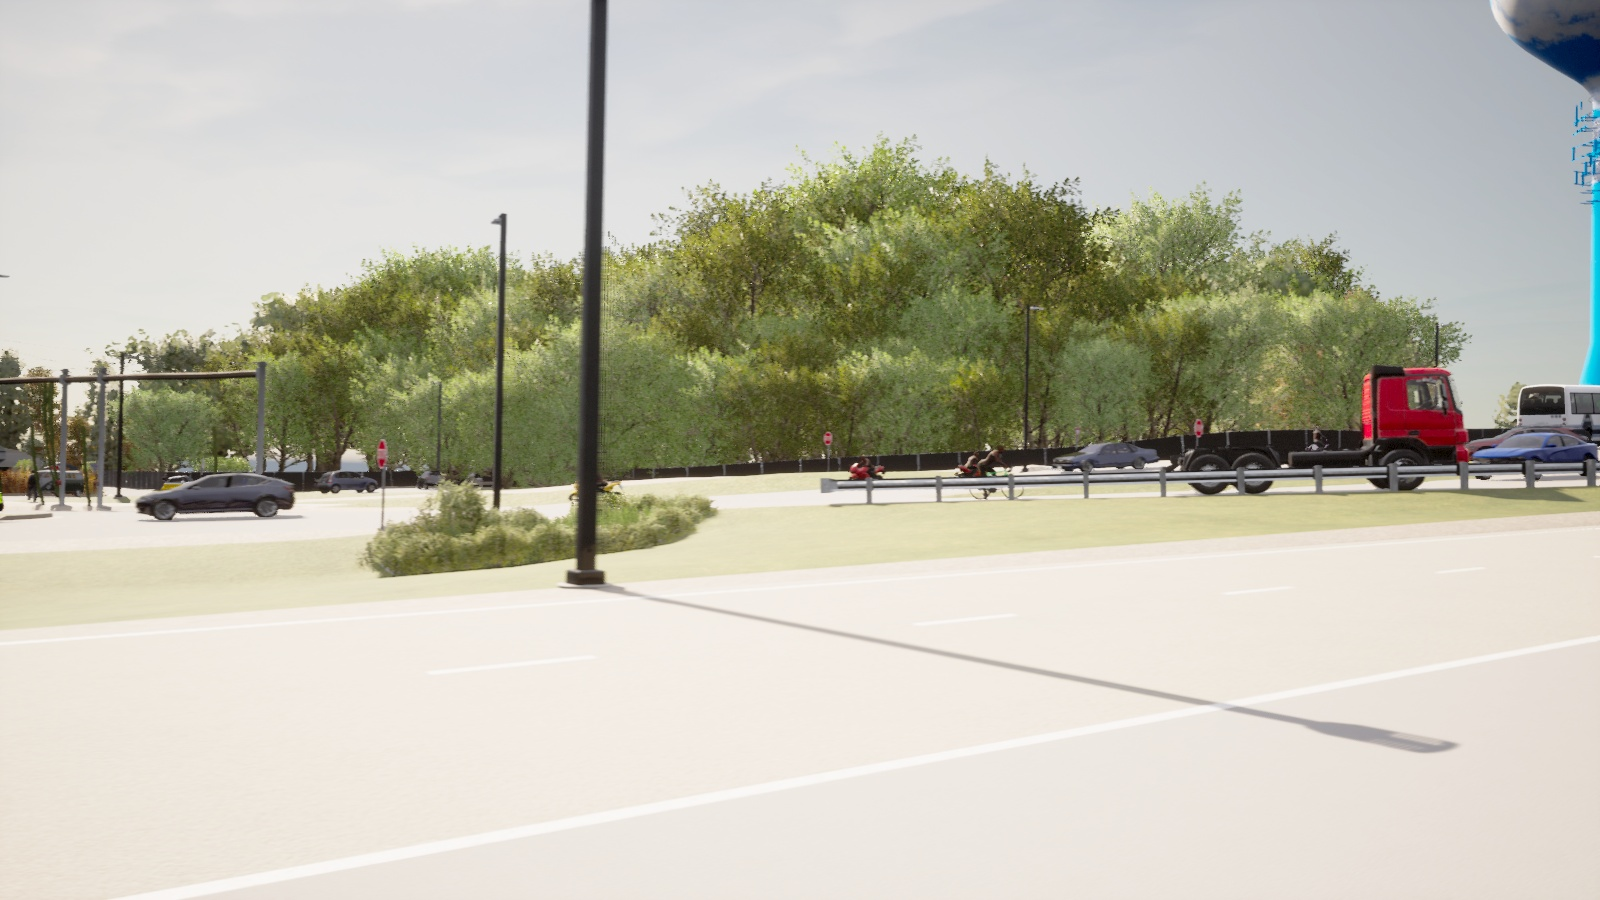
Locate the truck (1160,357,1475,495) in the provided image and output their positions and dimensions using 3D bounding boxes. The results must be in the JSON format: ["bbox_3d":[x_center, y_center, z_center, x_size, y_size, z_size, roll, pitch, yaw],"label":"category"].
[{"bbox_3d":[14.484,-0.593,35.897,7.936,3.462,2.891,-2,-1,15],"label":"truck"}]

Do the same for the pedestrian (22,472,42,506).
[{"bbox_3d":[-43.320,2.180,70.807,0.849,1.883,0.563,0,-1,30],"label":"pedestrian"}]

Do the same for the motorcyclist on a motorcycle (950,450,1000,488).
[{"bbox_3d":[7.487,0.793,53.670,2.044,1.523,0.797,-3,2,-34],"label":"motorcyclist on a motorcycle"}]

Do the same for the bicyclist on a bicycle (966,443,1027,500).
[{"bbox_3d":[5.835,0.644,37.286,1.656,1.620,0.582,-2,-2,19],"label":"bicyclist on a bicycle"}]

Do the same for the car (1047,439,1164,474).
[{"bbox_3d":[15.210,0.286,62.569,5.357,1.411,2.033,-3,2,-20],"label":"car"}]

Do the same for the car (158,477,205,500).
[{"bbox_3d":[-39.913,2.510,81.040,2.207,1.376,1.481,-2,0,4],"label":"car"}]

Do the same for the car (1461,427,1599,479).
[{"bbox_3d":[24.296,0.080,41.541,5.008,1.535,1.882,-2,0,-30],"label":"car"}]

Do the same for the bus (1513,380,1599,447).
[{"bbox_3d":[52.483,-2.442,84.465,10.273,4.253,3.944,-1,1,-36],"label":"bus"}]

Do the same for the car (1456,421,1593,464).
[{"bbox_3d":[31.221,-0.326,54.286,4.856,1.649,2.033,-2,1,21],"label":"car"}]

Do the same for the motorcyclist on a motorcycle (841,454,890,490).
[{"bbox_3d":[2.849,0.943,54.759,2.044,1.523,0.797,-2,1,-34],"label":"motorcyclist on a motorcycle"}]

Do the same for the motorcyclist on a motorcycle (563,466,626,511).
[{"bbox_3d":[-7.336,1.371,44.879,2.044,1.523,0.797,-1,1,4],"label":"motorcyclist on a motorcycle"}]

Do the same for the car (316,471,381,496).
[{"bbox_3d":[-32.096,2.377,89.347,1.851,1.617,3.988,-1,-1,41],"label":"car"}]

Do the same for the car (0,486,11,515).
[{"bbox_3d":[-39.562,2.453,60.726,2.207,1.376,1.481,-1,-2,28],"label":"car"}]

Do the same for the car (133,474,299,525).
[{"bbox_3d":[-19.117,1.576,41.153,4.792,1.488,2.163,-1,0,-29],"label":"car"}]
